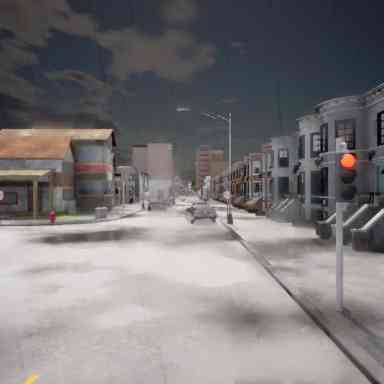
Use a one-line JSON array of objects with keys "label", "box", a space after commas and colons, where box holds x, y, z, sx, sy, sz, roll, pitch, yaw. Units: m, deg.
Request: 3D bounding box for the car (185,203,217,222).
[{"label": "car", "box": [0.590, 1.547, 26.065, 2.033, 1.411, 5.357, 0, 0, -8]}]

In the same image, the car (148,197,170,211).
[{"label": "car", "box": [-4.049, 1.564, 39.509, 1.994, 1.385, 4.181, 0, 0, 0]}]

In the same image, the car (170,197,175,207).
[{"label": "car", "box": [-4.023, 1.505, 49.454, 1.837, 1.490, 4.892, 0, 0, 0]}]

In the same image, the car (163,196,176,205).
[{"label": "car", "box": [-3.971, 1.547, 59.904, 2.033, 1.411, 5.357, 0, 0, 1]}]
